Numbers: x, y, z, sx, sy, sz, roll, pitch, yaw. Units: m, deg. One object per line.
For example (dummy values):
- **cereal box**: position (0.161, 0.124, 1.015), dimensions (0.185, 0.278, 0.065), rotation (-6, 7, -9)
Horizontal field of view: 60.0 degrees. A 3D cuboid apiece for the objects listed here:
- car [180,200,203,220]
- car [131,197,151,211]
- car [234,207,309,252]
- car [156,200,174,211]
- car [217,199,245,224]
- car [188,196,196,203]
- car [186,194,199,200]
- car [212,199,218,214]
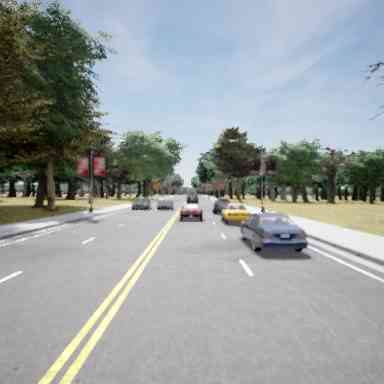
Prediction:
- **car**: position (-0.040, 1.671, 28.986), dimensions (1.895, 1.301, 4.718), rotation (0, 0, 0)
- **car**: position (-6.578, 1.466, 43.514), dimensions (2.097, 1.767, 4.553), rotation (0, 0, 0)
- **car**: position (3.253, 1.581, 14.103), dimensions (2.033, 1.411, 5.357), rotation (0, 0, 0)
- **car**: position (-3.332, 1.675, 42.349), dimensions (1.994, 1.385, 4.181), rotation (0, 0, 0)
- **car**: position (3.254, 1.516, 25.293), dimensions (1.801, 1.575, 5.366), rotation (0, 0, 0)
- **car**: position (0.011, 1.718, 74.790), dimensions (1.837, 1.490, 4.892), rotation (0, 0, 0)
- **car**: position (0.098, 1.387, 58.297), dimensions (2.150, 2.045, 5.566), rotation (0, 0, 0)
- **car**: position (3.256, 1.522, 36.104), dimensions (2.033, 1.649, 4.856), rotation (0, 0, 0)
